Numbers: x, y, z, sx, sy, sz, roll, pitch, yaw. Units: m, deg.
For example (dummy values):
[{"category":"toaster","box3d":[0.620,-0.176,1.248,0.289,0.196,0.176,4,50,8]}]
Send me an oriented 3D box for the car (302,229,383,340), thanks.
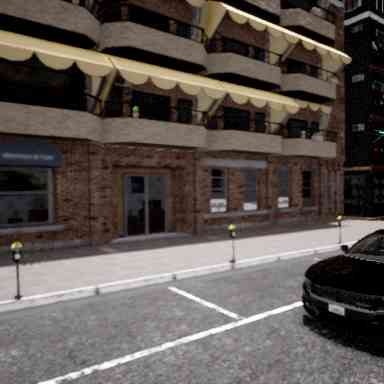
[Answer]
[{"category":"car","box3d":[4.166,1.453,6.330,5.008,1.535,1.882,0,0,-35]}]
